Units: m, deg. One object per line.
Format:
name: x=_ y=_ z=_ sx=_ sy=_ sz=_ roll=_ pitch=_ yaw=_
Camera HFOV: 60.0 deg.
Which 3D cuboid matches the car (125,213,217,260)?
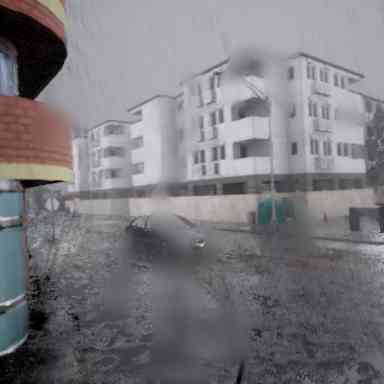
car: x=-1.034 y=1.621 z=13.112 sx=1.837 sy=1.490 sz=4.892 roll=-2 pitch=-1 yaw=-35
